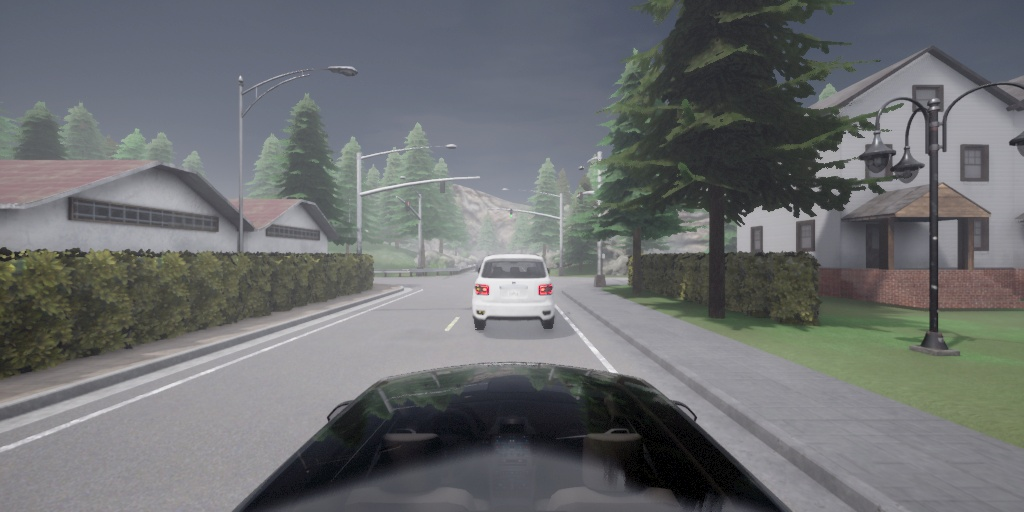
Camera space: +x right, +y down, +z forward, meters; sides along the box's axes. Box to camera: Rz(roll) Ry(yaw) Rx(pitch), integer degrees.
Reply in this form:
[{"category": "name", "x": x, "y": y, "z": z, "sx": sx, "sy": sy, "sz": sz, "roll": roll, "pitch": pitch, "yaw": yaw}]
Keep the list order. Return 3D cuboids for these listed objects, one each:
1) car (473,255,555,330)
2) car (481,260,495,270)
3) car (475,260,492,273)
[{"category": "car", "x": 0.059, "y": 0.976, "z": 11.320, "sx": 2.150, "sy": 2.045, "sz": 5.566, "roll": 0, "pitch": 0, "yaw": 0}, {"category": "car", "x": -3.638, "y": 1.292, "z": 55.264, "sx": 1.812, "sy": 1.442, "sz": 4.674, "roll": 0, "pitch": 0, "yaw": 0}, {"category": "car", "x": -3.632, "y": 1.268, "z": 46.028, "sx": 1.837, "sy": 1.490, "sz": 4.892, "roll": 0, "pitch": 0, "yaw": 0}]
